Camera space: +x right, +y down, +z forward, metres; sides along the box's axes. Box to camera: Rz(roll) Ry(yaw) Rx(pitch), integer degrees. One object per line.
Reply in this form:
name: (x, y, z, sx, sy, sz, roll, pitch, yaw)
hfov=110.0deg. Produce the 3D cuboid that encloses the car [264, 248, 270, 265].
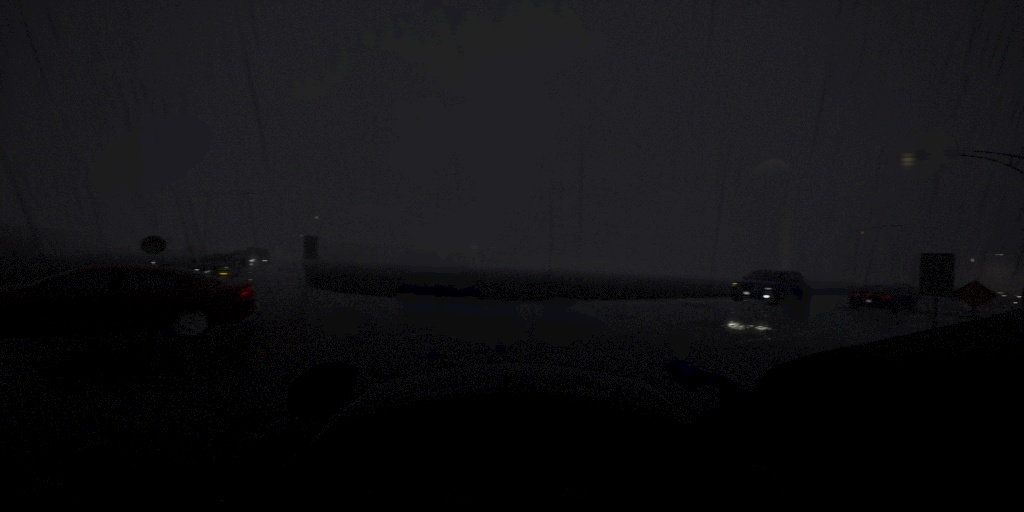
car: (-30.277, 0.007, 42.779, 2.150, 2.045, 5.566, 3, 0, -30)

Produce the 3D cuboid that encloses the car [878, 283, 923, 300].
car: (37.059, 3.334, 34.150, 4.181, 1.385, 1.994, 3, 0, -30)

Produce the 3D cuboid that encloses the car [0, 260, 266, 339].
car: (-8.383, 0.901, 7.549, 5.008, 1.535, 1.882, 3, -1, -30)

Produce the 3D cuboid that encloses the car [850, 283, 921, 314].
car: (21.704, 2.432, 20.933, 5.008, 1.535, 1.882, 3, 0, -30)

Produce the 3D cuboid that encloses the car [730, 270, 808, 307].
car: (15.635, 1.864, 21.647, 5.566, 2.045, 2.150, 3, 0, -30)

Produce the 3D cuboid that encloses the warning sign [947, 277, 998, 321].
warning sign: (22.180, 2.090, 17.227, 1.060, 1.860, 1.300, 0, 0, -30)

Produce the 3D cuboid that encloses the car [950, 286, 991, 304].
car: (42.285, 3.534, 33.052, 4.902, 1.511, 2.128, 3, 0, -30)

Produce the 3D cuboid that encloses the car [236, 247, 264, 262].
car: (-23.984, 0.317, 32.120, 2.097, 1.767, 4.553, 3, 0, -31)

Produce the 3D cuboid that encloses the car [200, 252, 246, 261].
car: (-17.905, 0.646, 21.824, 1.837, 1.490, 4.892, 3, -1, -30)
